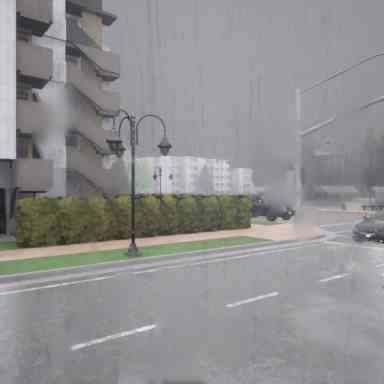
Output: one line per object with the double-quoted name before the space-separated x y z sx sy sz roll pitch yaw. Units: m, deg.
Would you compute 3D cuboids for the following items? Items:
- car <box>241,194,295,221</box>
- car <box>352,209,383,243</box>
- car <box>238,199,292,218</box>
"car" 5.690 1.221 27.279 2.150 2.045 5.566 0 0 -38
"car" 9.059 1.505 14.820 4.892 1.490 1.837 0 0 -36
"car" 6.794 1.478 31.596 1.882 1.535 5.008 0 0 -37
